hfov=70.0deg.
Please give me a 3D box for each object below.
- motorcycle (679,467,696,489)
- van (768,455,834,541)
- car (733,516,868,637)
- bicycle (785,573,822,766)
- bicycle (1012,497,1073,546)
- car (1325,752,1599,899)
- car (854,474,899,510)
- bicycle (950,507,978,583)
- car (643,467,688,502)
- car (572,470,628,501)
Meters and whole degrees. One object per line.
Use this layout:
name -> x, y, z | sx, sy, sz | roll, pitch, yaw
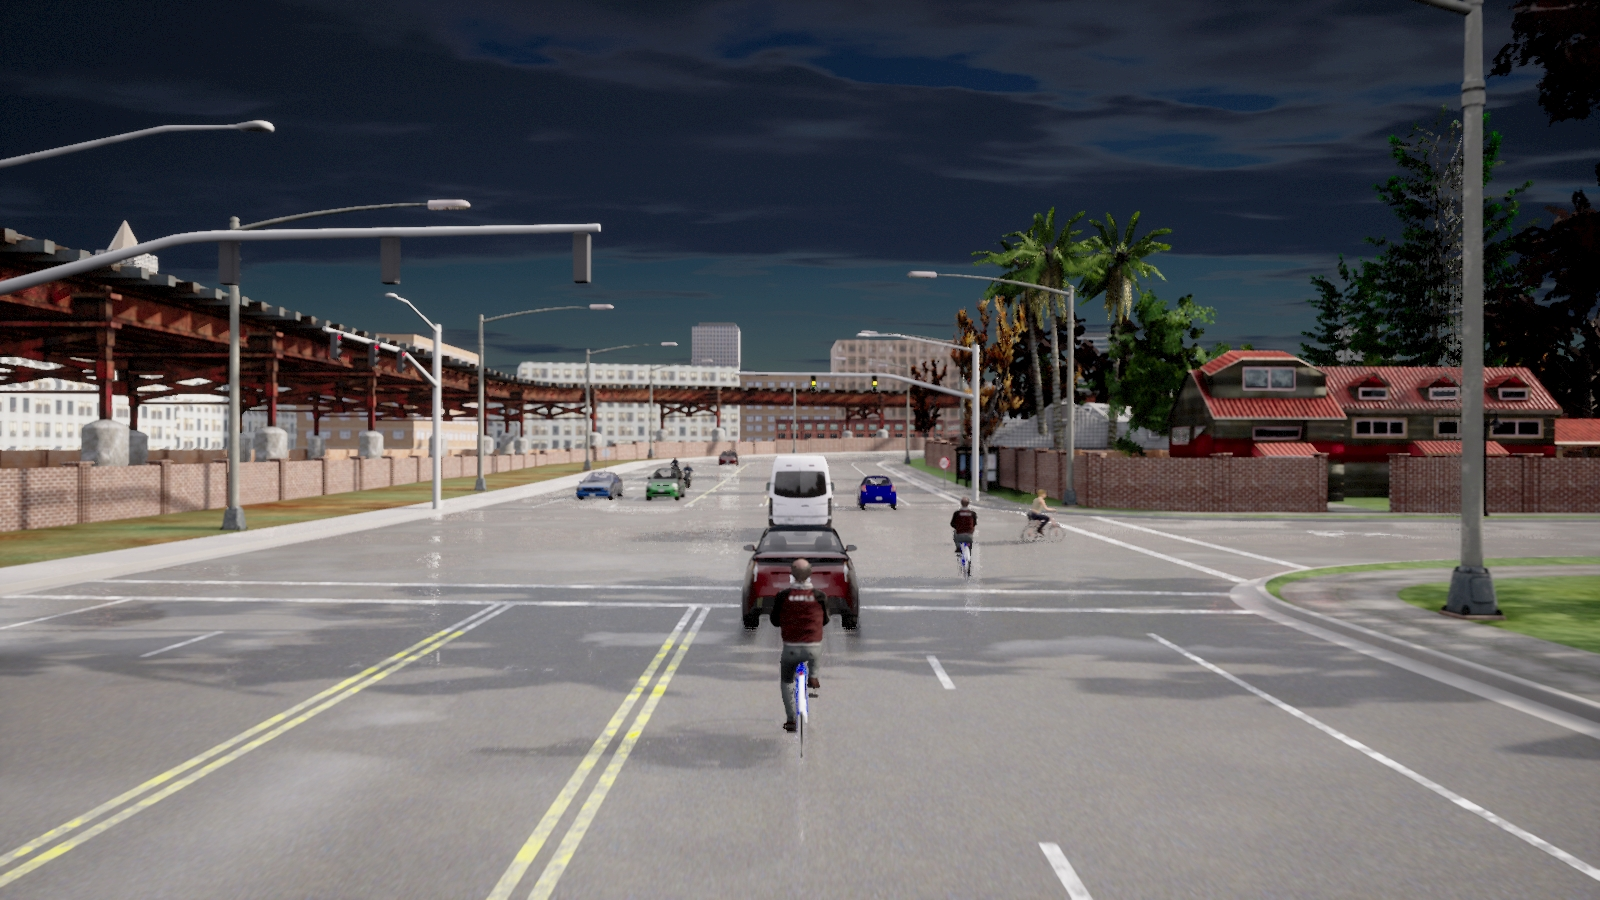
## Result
motorcycle -> -7.001, 1.744, 71.235 | 0.856, 1.341, 1.805 | 0, 1, 0
van -> 0.017, 1.461, 37.413 | 1.988, 2.561, 5.915 | 0, 0, 0
car -> 0.004, 2.008, 19.217 | 2.007, 1.525, 4.514 | 0, 0, 0
bicycle -> 0.027, 2.029, 10.976 | 0.329, 1.496, 1.835 | 0, 0, 0
bicycle -> 7.126, 2.096, 33.548 | 1.487, 1.301, 0.859 | 0, 4, -23
car -> 3.382, 2.108, 2.583 | 2.033, 1.411, 5.357 | 0, 0, 1
car -> 3.508, 1.905, 52.748 | 1.845, 1.501, 3.633 | 0, 0, 0
bicycle -> 3.521, 2.017, 24.605 | 0.329, 1.496, 1.835 | 0, 0, 0
car -> -6.991, 1.767, 59.681 | 1.851, 1.617, 3.988 | 0, 1, 0
car -> -10.492, 1.858, 60.375 | 2.033, 1.411, 5.357 | 0, 1, 0
